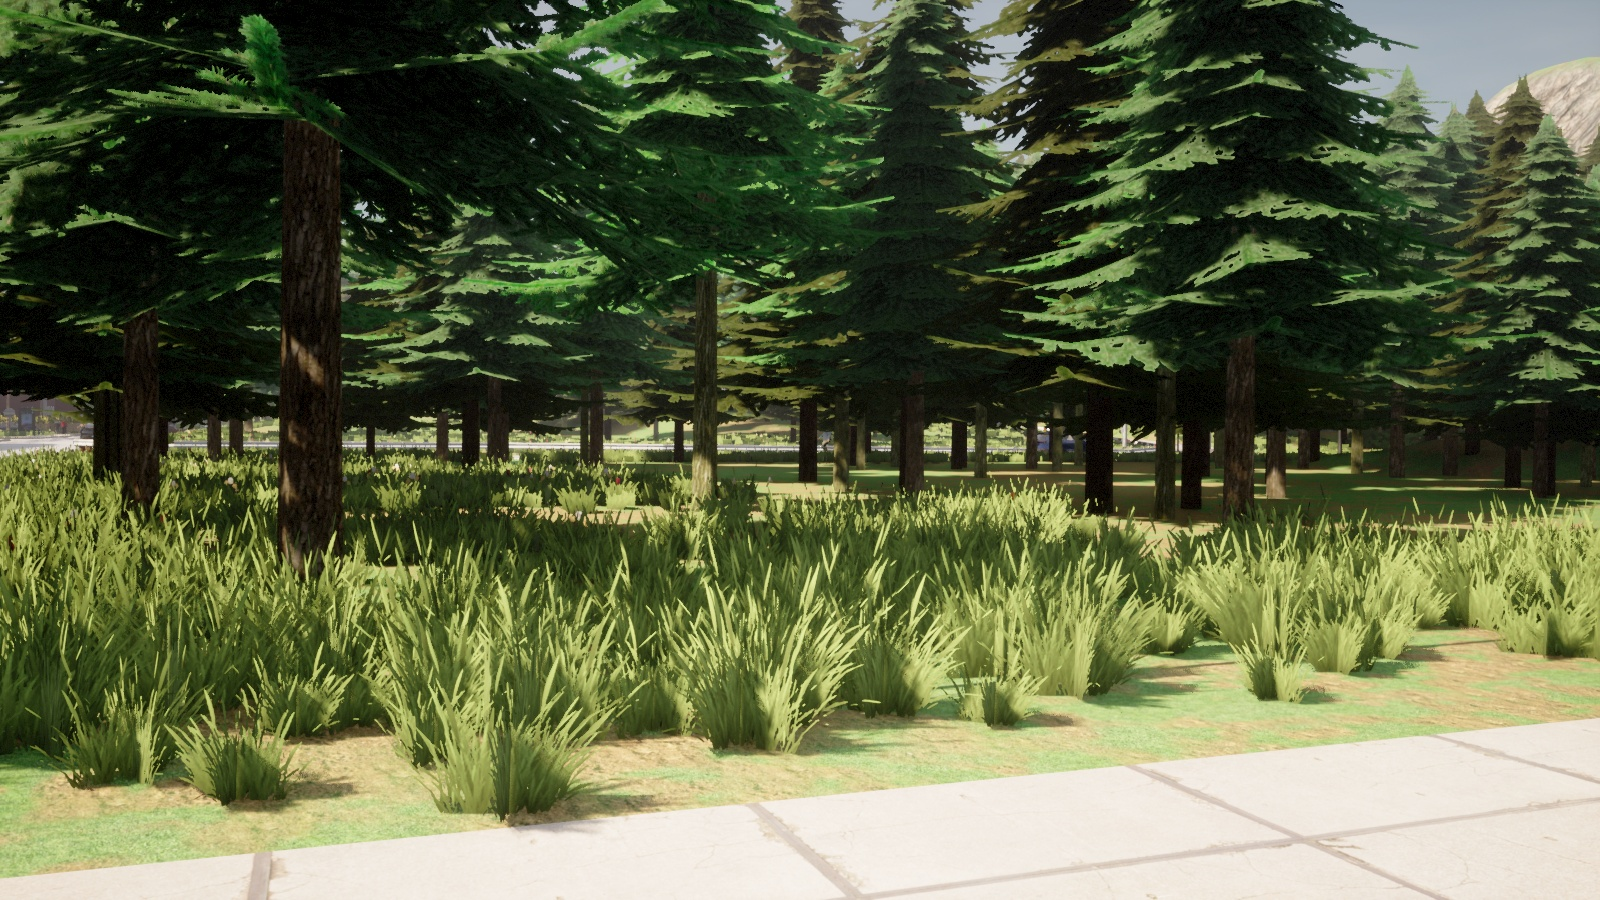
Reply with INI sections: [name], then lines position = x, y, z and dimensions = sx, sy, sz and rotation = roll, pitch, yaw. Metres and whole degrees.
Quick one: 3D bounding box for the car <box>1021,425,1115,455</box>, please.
[car]
position = 15.093, -0.577, 70.702
dimensions = 4.856, 1.649, 2.033
rotation = -1, 1, -22
